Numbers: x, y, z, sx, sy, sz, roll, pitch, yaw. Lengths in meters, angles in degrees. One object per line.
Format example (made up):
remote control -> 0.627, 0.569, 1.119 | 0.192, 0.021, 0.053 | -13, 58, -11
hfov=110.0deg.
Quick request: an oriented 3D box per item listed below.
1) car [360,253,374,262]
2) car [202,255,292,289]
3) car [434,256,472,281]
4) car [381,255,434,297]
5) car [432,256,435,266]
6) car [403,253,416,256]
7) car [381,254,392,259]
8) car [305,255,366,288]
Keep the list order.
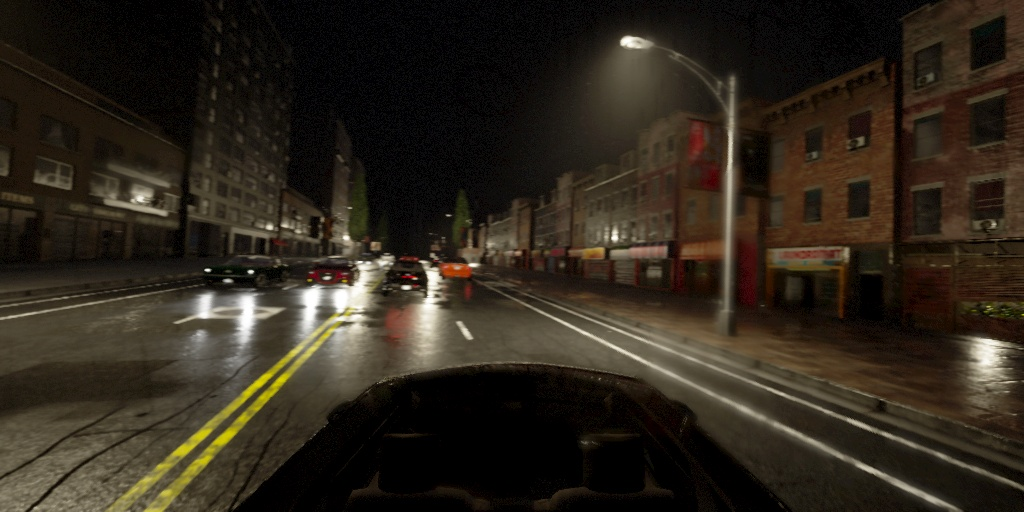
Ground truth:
car -> -23.100, 0.191, 56.852 | 1.994, 1.385, 4.181 | 3, -1, -15
car -> -11.668, 0.631, 16.144 | 1.895, 1.301, 4.718 | 3, 0, -16
car -> -4.291, 0.807, 26.523 | 2.097, 1.767, 4.553 | 3, 0, -15
car -> -4.795, 0.944, 16.431 | 1.837, 1.490, 4.892 | 3, 0, -16
car -> -8.235, 0.759, 40.402 | 2.128, 1.511, 4.902 | 3, 0, -15
car -> -12.359, 0.407, 43.232 | 2.097, 1.767, 4.553 | 3, 0, -16
car -> -19.988, 0.351, 57.795 | 1.812, 1.442, 4.674 | 3, -1, -15
car -> -8.835, 0.759, 18.055 | 1.994, 1.385, 4.181 | 3, 0, -16
